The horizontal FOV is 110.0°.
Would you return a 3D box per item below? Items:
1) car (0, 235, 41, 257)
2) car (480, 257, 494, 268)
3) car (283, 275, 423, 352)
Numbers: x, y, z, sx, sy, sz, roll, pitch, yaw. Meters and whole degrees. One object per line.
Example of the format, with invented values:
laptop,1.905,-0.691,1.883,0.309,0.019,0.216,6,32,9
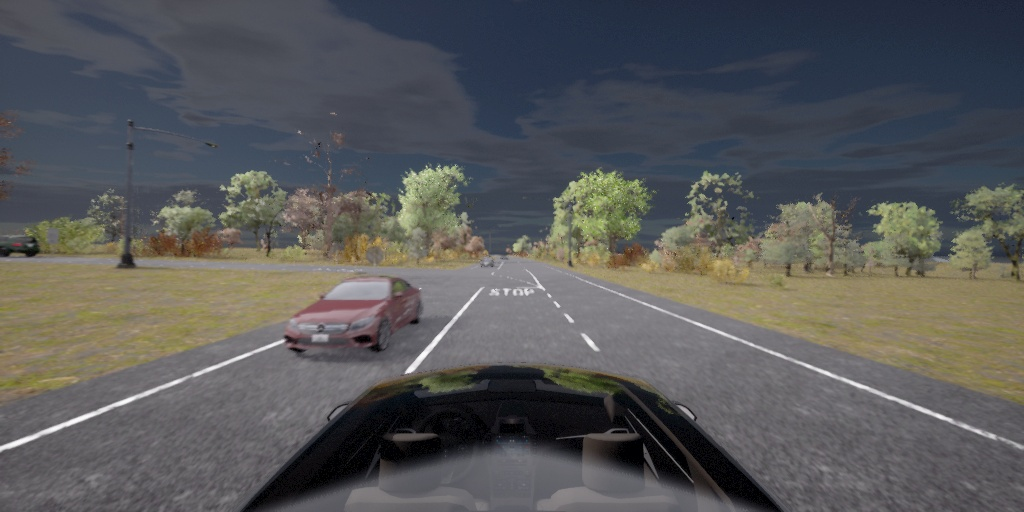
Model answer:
car,-48.900,-0.962,34.404,5.566,2.045,2.150,2,0,0
car,-3.517,0.876,51.343,2.128,1.511,4.902,0,0,0
car,-3.495,1.225,8.861,1.812,1.442,4.674,0,0,0
